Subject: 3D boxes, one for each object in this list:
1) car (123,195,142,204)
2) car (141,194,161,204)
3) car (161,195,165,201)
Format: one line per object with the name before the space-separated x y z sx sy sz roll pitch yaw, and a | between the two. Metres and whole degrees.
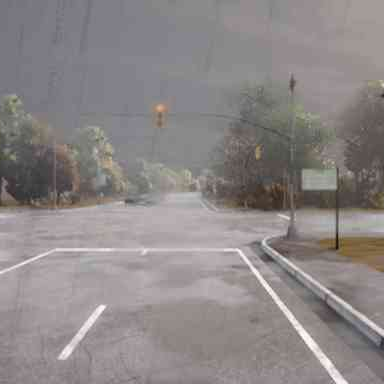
car | -10.485 1.427 57.415 1.895 1.301 4.718 0 0 0
car | -6.985 1.427 57.409 1.895 1.301 4.718 0 0 0
car | -6.889 1.303 72.842 2.128 1.511 4.902 0 0 0
